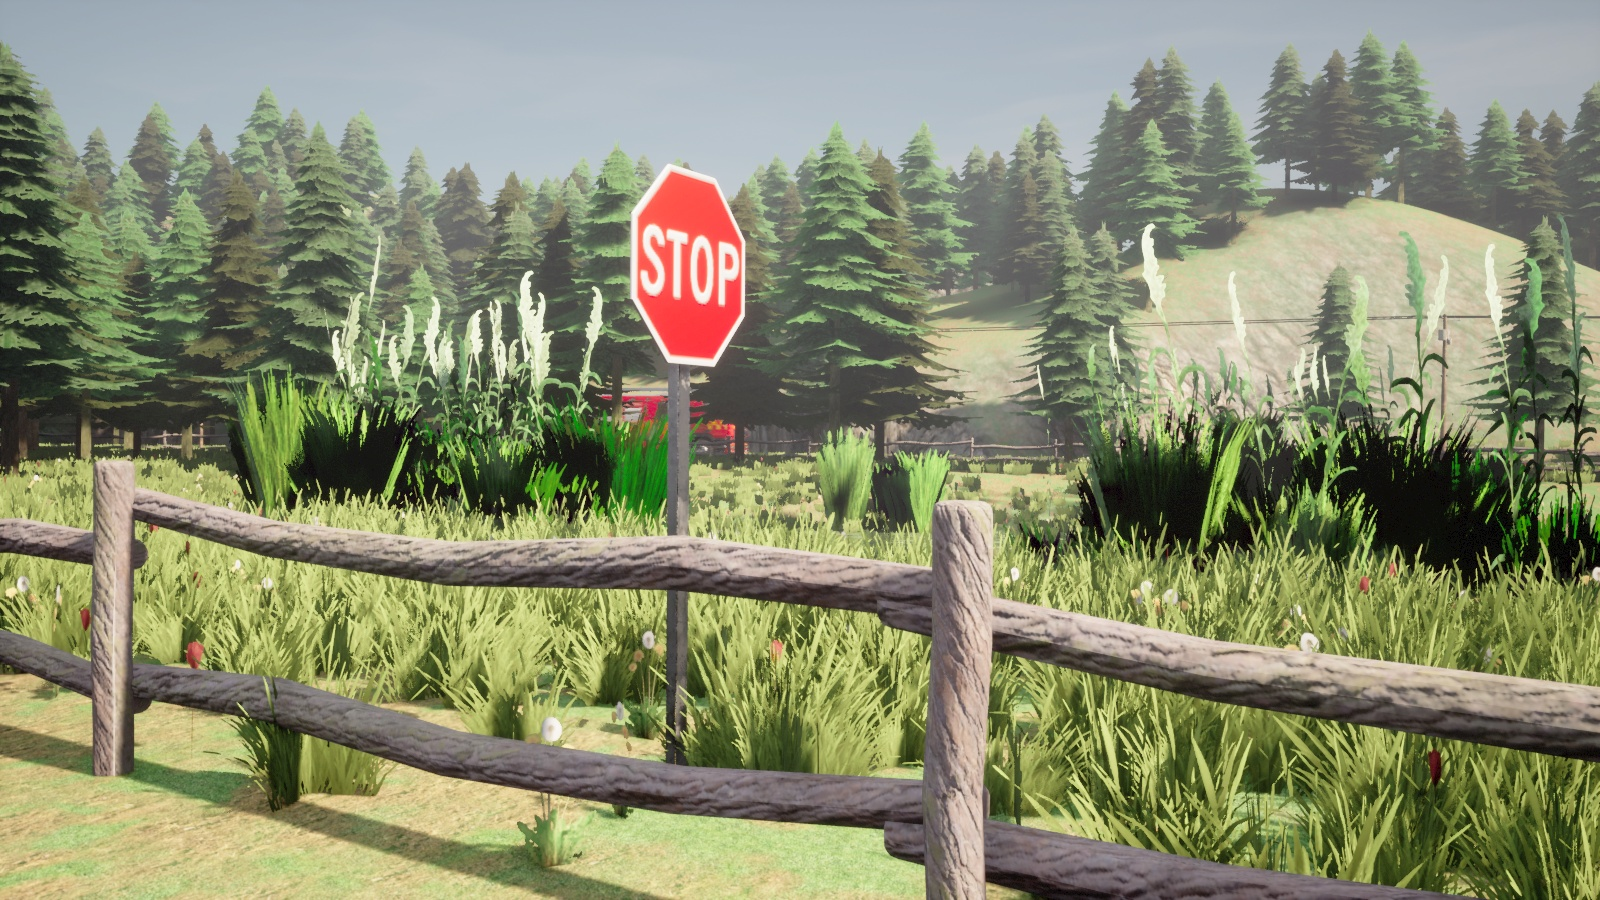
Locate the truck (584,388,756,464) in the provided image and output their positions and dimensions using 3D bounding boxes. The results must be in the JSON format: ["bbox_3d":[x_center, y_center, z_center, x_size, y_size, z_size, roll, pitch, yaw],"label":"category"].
[{"bbox_3d":[-6.800,-1.238,65.994,8.468,3.827,2.891,0,1,16],"label":"truck"}]
